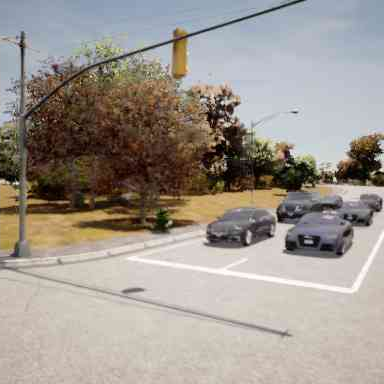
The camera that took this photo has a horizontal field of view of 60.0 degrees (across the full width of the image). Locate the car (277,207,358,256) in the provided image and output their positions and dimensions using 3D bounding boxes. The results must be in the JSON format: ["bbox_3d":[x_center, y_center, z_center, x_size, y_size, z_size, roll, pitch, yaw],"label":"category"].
[{"bbox_3d":[5.149,1.535,13.285,1.994,1.385,4.181,0,1,33],"label":"car"}]

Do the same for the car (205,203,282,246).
[{"bbox_3d":[2.380,1.471,15.450,1.837,1.490,4.892,0,1,33],"label":"car"}]

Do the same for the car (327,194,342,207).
[{"bbox_3d":[13.576,0.919,32.777,2.033,1.411,5.357,0,3,33],"label":"car"}]

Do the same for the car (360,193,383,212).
[{"bbox_3d":[16.224,0.902,30.426,1.837,1.490,4.892,0,3,33],"label":"car"}]

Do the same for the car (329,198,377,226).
[{"bbox_3d":[10.578,1.340,21.698,1.994,1.385,4.181,0,2,33],"label":"car"}]

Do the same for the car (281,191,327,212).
[{"bbox_3d":[7.792,0.988,23.841,2.150,2.045,5.566,0,2,32],"label":"car"}]
